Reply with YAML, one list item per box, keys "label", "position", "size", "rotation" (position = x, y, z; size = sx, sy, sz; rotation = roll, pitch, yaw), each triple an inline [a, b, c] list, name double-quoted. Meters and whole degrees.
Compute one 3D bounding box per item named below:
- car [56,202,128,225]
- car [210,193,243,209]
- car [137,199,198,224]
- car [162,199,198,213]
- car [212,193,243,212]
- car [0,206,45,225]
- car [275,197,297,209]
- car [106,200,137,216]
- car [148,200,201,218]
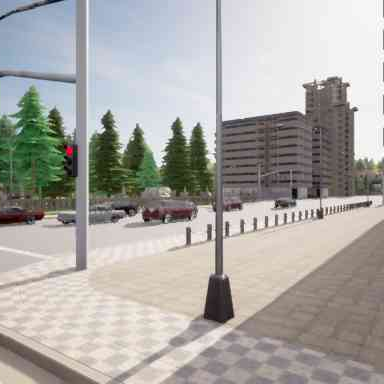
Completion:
- label: "car"
  position: [-7.149, 1.601, 23.759]
  size: [1.895, 1.301, 4.718]
  rotation: [0, 0, 36]
- label: "car"
  position: [4.927, 1.221, 46.638]
  size: [2.150, 2.045, 5.566]
  rotation: [0, 0, 36]
- label: "car"
  position: [-1.600, 1.352, 25.174]
  size: [2.097, 1.767, 4.553]
  rotation: [0, 0, 36]
- label: "car"
  position: [-1.331, 1.564, 37.941]
  size: [1.994, 1.385, 4.181]
  rotation: [0, 0, 35]
- label: "car"
  position: [4.273, 1.352, 39.744]
  size: [2.097, 1.767, 4.553]
  rotation: [0, 0, 36]
- label: "car"
  position: [-12.575, 1.601, 22.261]
  size: [1.895, 1.301, 4.718]
  rotation: [0, 0, 37]
- label: "car"
  position: [12.850, 1.504, 45.425]
  size: [1.837, 1.490, 4.892]
  rotation: [0, 0, 35]
- label: "car"
  position: [-7.084, 1.478, 29.877]
  size: [1.882, 1.535, 5.008]
  rotation: [0, 0, 36]
- label: "car"
  position: [-1.541, 1.547, 31.613]
  size: [2.033, 1.411, 5.357]
  rotation: [0, 0, 36]
